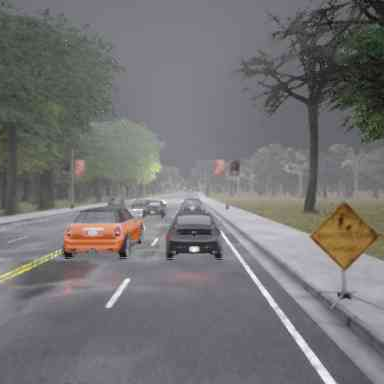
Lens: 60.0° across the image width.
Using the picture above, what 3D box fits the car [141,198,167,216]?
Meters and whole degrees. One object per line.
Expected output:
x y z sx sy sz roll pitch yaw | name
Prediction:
-3.236 1.470 29.398 1.812 1.442 4.674 0 0 0 | car

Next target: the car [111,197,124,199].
-10.008 1.427 44.139 1.837 1.490 4.892 0 0 0 | car

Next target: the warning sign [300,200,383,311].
2.843 1.101 6.235 1.300 1.860 1.060 0 0 0 | warning sign

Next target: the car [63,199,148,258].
-3.180 1.326 12.800 2.097 1.767 4.553 0 0 0 | car

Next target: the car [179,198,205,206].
0.014 1.298 28.058 2.097 1.767 4.553 0 0 0 | car

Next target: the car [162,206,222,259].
0.069 1.477 12.406 1.837 1.490 4.892 0 0 0 | car
